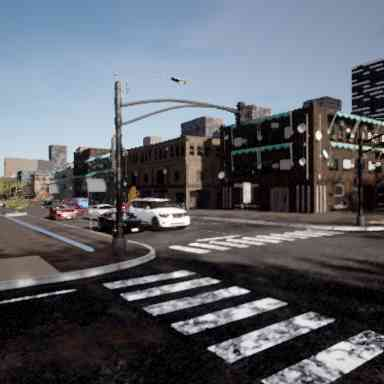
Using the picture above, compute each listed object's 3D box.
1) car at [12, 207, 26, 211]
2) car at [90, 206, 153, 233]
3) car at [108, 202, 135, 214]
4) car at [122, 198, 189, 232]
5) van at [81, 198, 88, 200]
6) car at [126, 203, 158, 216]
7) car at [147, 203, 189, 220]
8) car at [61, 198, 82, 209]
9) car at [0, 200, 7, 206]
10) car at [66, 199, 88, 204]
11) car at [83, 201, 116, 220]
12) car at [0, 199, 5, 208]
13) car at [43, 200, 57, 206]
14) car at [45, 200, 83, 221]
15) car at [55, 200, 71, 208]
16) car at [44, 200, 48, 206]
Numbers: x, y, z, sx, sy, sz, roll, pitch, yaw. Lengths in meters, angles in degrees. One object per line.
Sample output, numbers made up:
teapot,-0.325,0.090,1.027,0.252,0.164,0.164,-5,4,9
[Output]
car,-28.403,2.244,54.651,1.752,1.417,4.829,-1,0,-35
car,-4.515,1.823,20.859,1.947,1.339,4.313,-1,0,-35
car,-8.839,1.982,41.606,1.802,1.307,4.206,-1,0,-35
car,-2.431,1.456,22.619,2.150,2.045,5.566,-1,0,-35
van,-18.470,1.924,55.138,1.690,1.788,3.998,-1,0,-35
car,-5.632,1.919,37.097,1.802,1.307,4.206,-1,0,-35
car,-2.424,1.825,32.586,2.008,1.369,4.403,-1,0,-35
car,-21.679,1.957,59.648,2.192,1.841,5.009,-1,0,-35
car,-44.543,2.560,77.342,2.008,1.369,4.403,-1,0,-35
car,-14.138,1.943,39.102,1.882,1.535,5.008,-1,0,-35
car,-8.114,1.873,30.616,1.812,1.442,4.674,-1,0,-35
car,-34.918,2.388,63.811,2.008,1.369,4.403,-1,0,-35
car,-31.298,2.382,73.180,1.947,1.339,4.313,-1,0,-35
car,-12.463,1.856,32.237,1.967,1.590,4.097,-1,0,-35
car,-24.882,2.245,64.159,1.887,1.381,4.507,-1,0,-35
car,-24.705,2.175,59.459,2.128,1.511,4.902,-1,0,-36
